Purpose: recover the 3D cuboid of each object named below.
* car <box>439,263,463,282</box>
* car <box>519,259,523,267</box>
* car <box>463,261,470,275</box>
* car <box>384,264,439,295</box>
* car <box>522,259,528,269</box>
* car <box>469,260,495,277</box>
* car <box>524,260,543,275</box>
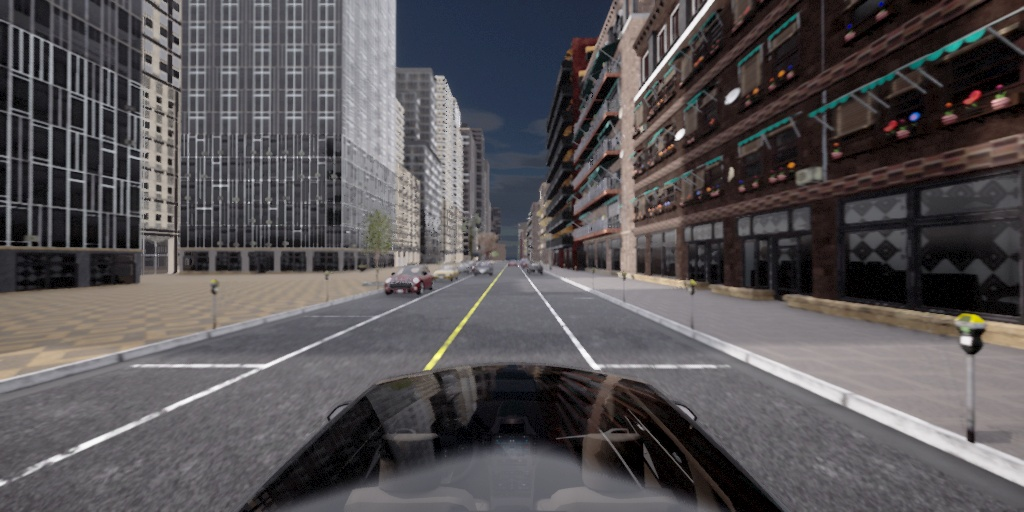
[{"bbox_3d":[-5.652,1.396,31.077,1.751,1.417,4.829,0,0,0],"label":"car"},{"bbox_3d":[2.776,1.474,64.429,1.967,1.591,4.097,0,0,0],"label":"car"},{"bbox_3d":[-5.636,1.472,42.312,2.007,1.370,4.403,0,0,0],"label":"car"},{"bbox_3d":[-5.669,1.262,20.181,1.967,1.591,4.097,0,0,0],"label":"car"},{"bbox_3d":[2.752,1.504,47.832,2.007,1.370,4.403,0,0,0],"label":"car"},{"bbox_3d":[-2.964,1.398,38.473,2.128,1.511,4.902,0,0,0],"label":"car"},{"bbox_3d":[2.744,1.478,42.299,2.007,1.370,4.403,0,0,0],"label":"car"}]
